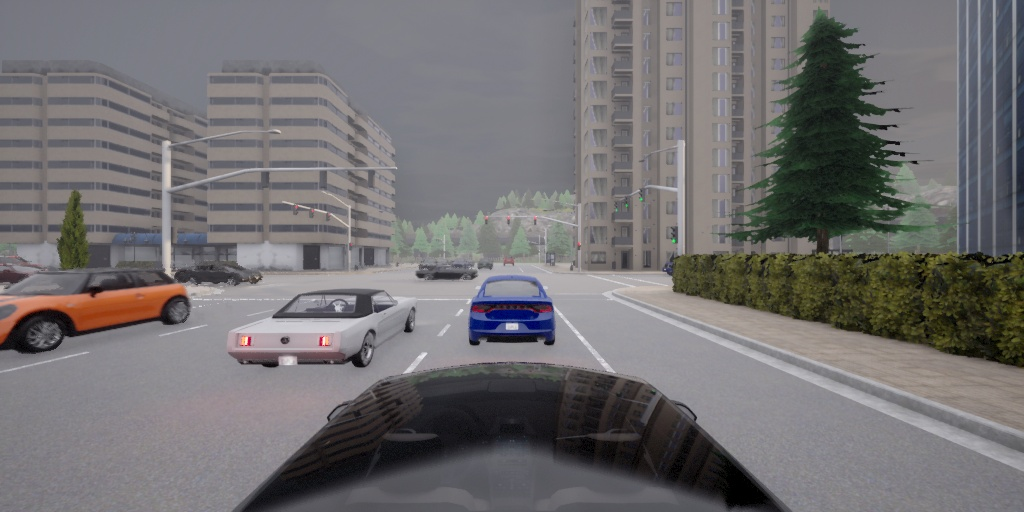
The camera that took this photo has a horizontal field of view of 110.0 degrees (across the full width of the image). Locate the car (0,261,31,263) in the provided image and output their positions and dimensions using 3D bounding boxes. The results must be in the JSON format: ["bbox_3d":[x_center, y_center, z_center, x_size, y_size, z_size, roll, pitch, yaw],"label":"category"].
[{"bbox_3d":[-34.142,1.276,24.801,4.674,1.442,1.812,0,0,0],"label":"car"}]

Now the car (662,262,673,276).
[{"bbox_3d":[17.892,0.971,35.442,5.566,2.045,2.150,0,0,0],"label":"car"}]

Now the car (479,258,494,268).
[{"bbox_3d":[-3.945,1.102,54.342,2.097,1.767,4.553,0,0,0],"label":"car"}]

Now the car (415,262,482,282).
[{"bbox_3d":[-5.028,1.351,28.267,4.718,1.301,1.895,0,0,0],"label":"car"}]

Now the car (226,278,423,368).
[{"bbox_3d":[-3.496,1.351,7.829,1.895,1.301,4.718,0,0,0],"label":"car"}]

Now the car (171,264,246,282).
[{"bbox_3d":[-23.844,1.313,28.289,4.181,1.385,1.994,0,0,0],"label":"car"}]

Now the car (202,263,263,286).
[{"bbox_3d":[-19.597,1.256,24.435,4.892,1.490,1.837,0,0,6],"label":"car"}]

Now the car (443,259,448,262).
[{"bbox_3d":[-11.083,1.255,56.990,1.837,1.490,4.892,0,0,0],"label":"car"}]

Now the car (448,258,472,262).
[{"bbox_3d":[-7.547,1.102,52.124,2.097,1.767,4.553,0,0,0],"label":"car"}]

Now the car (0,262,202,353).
[{"bbox_3d":[-10.658,1.102,8.769,2.097,1.767,4.553,0,0,-1],"label":"car"}]

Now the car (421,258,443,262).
[{"bbox_3d":[-11.012,1.102,47.905,2.097,1.767,4.553,0,0,0],"label":"car"}]

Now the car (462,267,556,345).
[{"bbox_3d":[-0.004,1.228,9.495,1.882,1.535,5.008,0,0,0],"label":"car"}]

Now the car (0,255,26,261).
[{"bbox_3d":[-40.366,0.972,28.307,5.566,2.045,2.150,0,0,0],"label":"car"}]
